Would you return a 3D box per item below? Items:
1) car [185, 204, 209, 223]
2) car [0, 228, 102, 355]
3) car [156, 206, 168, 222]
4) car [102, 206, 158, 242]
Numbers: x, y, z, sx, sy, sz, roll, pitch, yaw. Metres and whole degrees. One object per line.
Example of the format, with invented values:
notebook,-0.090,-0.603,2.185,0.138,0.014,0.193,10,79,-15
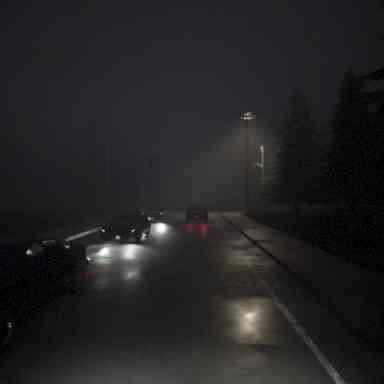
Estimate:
car,0.399,1.776,28.582,2.128,1.511,4.902,0,-1,1
car,-3.546,1.608,6.347,2.033,1.411,5.357,0,-1,0
car,-3.236,1.892,29.664,1.895,1.301,4.718,0,-1,1
car,-3.356,1.722,17.901,2.033,1.411,5.357,0,-1,1
